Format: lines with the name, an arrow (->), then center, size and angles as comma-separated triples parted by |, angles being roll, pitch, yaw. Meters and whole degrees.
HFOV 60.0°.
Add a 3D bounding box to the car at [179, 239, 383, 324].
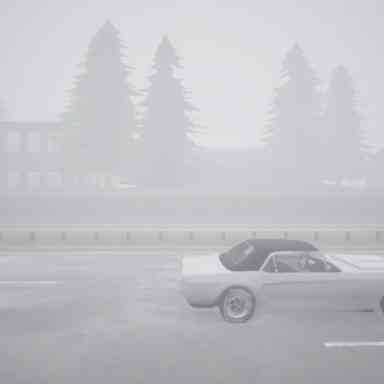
car -> 2.105, 1.627, 6.612 | 4.718, 1.301, 1.895 | 0, 0, -1
